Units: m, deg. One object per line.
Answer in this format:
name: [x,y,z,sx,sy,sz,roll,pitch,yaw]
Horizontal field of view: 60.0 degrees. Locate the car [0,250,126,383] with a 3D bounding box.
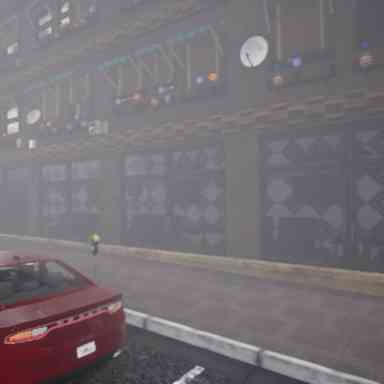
car: [-2.939,1.535,4.840,4.507,1.381,1.887,0,-1,36]
